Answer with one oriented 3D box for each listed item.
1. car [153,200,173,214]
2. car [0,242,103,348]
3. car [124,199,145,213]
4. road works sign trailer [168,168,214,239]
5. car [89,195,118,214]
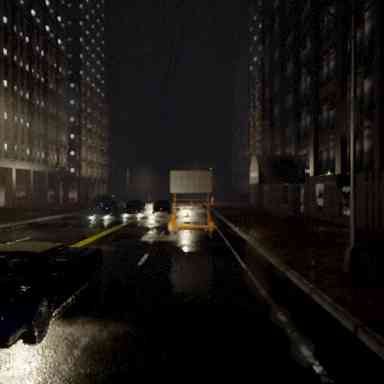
[{"bbox_3d":[-3.208,1.595,36.929,1.882,1.535,5.008,0,0,0],"label":"car"},{"bbox_3d":[-3.160,1.621,6.363,1.895,1.301,4.718,0,0,0],"label":"car"},{"bbox_3d":[-6.652,1.601,39.004,1.882,1.535,5.008,0,0,0],"label":"car"},{"bbox_3d":[-0.022,0.521,17.796,2.380,3.560,2.880,0,0,1],"label":"road works sign trailer"},{"bbox_3d":[-9.904,1.344,37.704,2.150,2.045,5.566,0,-1,0],"label":"car"}]
